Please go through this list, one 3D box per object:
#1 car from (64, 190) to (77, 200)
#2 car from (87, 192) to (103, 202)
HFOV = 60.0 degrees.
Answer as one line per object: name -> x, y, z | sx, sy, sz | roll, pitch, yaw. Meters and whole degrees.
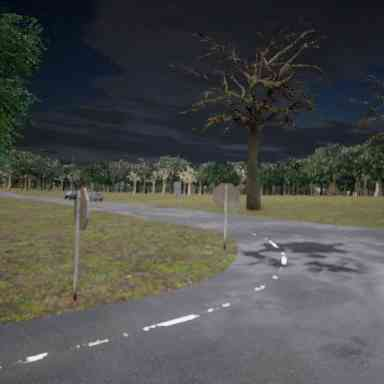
car -> -20.810, 0.548, 58.116 | 2.097, 1.767, 4.553 | 2, -1, -36
car -> -14.850, 0.737, 49.776 | 2.128, 1.511, 4.902 | 2, -1, -35
